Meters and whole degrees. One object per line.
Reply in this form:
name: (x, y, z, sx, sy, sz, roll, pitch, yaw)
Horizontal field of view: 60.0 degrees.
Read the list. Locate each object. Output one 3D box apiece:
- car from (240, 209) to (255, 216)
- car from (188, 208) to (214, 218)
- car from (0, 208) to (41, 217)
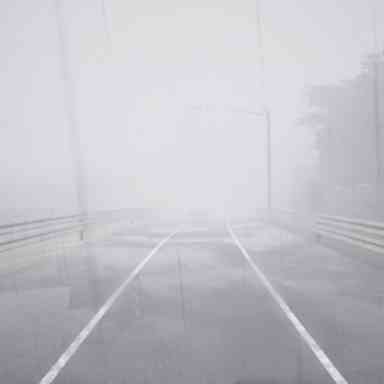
car: (12.212, 4.711, 75.269, 1.837, 1.490, 4.892, -1, -4, 22)
car: (1.360, 3.508, 55.509, 1.882, 1.535, 5.008, -2, -4, 35)
car: (-17.815, 2.288, 34.131, 4.181, 1.385, 1.994, 3, -4, -41)
